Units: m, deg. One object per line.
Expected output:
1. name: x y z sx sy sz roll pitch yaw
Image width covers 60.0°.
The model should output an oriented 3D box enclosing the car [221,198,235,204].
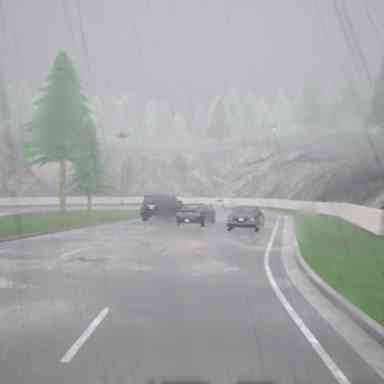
1. car: 3.934 1.532 41.729 1.812 1.442 4.674 0 0 -28

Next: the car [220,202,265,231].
1. car: 3.387 1.552 20.545 2.033 1.411 5.357 0 0 17

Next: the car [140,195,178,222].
1. car: -2.199 1.221 26.366 2.150 2.045 5.566 0 0 15

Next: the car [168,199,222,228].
1. car: 0.352 1.493 22.439 2.128 1.511 4.902 0 0 16
